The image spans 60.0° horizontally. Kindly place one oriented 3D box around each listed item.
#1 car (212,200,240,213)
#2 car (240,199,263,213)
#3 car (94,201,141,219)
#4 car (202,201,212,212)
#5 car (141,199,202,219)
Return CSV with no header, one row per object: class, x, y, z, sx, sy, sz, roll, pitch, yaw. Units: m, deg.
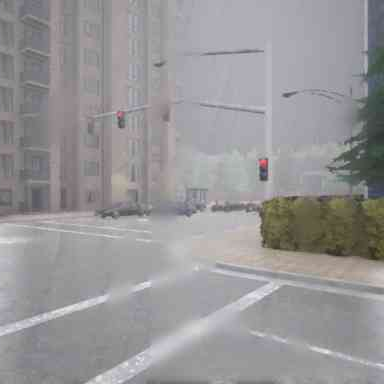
car,3.974,1.601,37.201,1.895,1.301,4.718,0,0,36
car,7.306,1.526,35.526,1.812,1.442,4.674,0,0,36
car,-6.016,1.547,29.452,2.033,1.411,5.357,0,0,36
car,-0.325,1.491,37.250,2.128,1.511,4.902,0,0,36
car,-1.680,1.547,29.459,2.033,1.411,5.357,0,0,36
